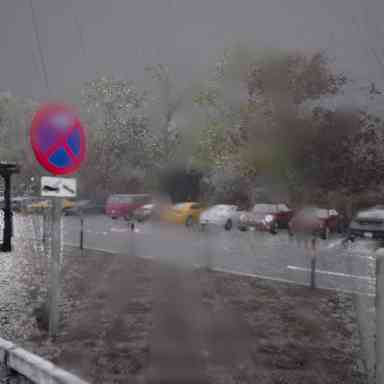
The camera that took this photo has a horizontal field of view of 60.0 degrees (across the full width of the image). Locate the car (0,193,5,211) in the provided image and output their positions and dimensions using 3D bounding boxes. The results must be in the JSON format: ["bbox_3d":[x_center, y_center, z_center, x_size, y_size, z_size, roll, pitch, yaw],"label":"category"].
[{"bbox_3d":[-18.139,1.221,35.626,2.231,1.521,4.892,1,0,35],"label":"car"}]

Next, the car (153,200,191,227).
[{"bbox_3d":[-0.052,1.455,22.748,2.097,1.535,5.008,1,0,35],"label":"car"}]

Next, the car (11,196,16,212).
[{"bbox_3d":[-15.865,1.279,34.036,2.163,1.488,4.792,1,0,35],"label":"car"}]

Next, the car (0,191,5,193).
[{"bbox_3d":[-24.943,0.881,40.422,2.435,2.045,5.566,1,0,35],"label":"car"}]

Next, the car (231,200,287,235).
[{"bbox_3d":[4.493,1.390,19.560,2.185,1.767,4.553,1,0,35],"label":"car"}]

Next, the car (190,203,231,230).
[{"bbox_3d":[2.211,1.525,21.142,2.002,1.452,4.674,1,0,35],"label":"car"}]

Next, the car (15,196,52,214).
[{"bbox_3d":[-13.728,1.276,32.253,1.946,1.575,5.366,1,0,35],"label":"car"}]

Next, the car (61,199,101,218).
[{"bbox_3d":[-9.113,1.367,29.163,2.163,1.488,4.792,1,0,35],"label":"car"}]

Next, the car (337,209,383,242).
[{"bbox_3d":[8.994,1.578,16.313,2.231,1.521,4.892,1,0,35],"label":"car"}]

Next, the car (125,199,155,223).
[{"bbox_3d":[-2.315,1.466,24.359,2.002,1.452,4.674,1,0,35],"label":"car"}]

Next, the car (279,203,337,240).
[{"bbox_3d":[6.739,1.546,17.931,2.097,1.535,5.008,1,0,35],"label":"car"}]

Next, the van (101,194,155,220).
[{"bbox_3d":[-4.504,1.170,26.063,1.878,1.987,4.442,1,0,35],"label":"van"}]
